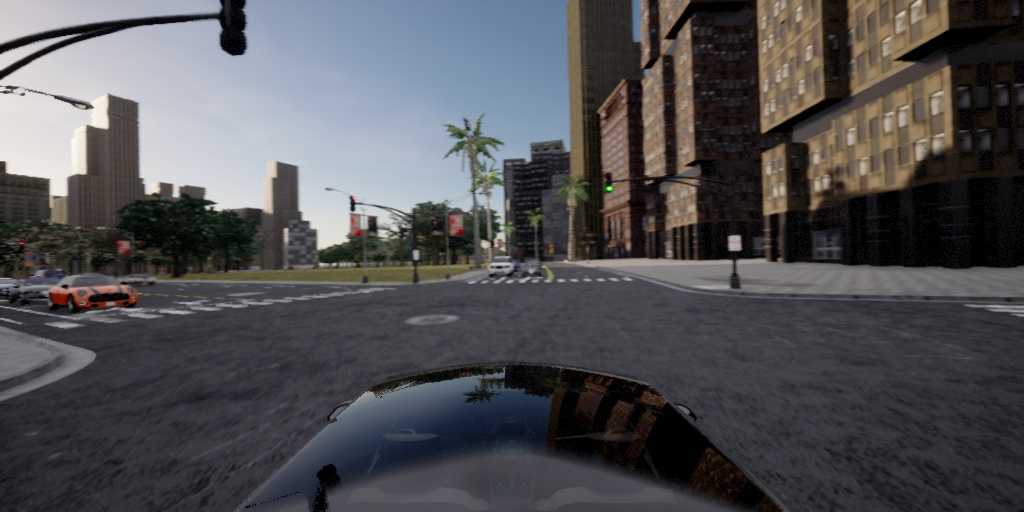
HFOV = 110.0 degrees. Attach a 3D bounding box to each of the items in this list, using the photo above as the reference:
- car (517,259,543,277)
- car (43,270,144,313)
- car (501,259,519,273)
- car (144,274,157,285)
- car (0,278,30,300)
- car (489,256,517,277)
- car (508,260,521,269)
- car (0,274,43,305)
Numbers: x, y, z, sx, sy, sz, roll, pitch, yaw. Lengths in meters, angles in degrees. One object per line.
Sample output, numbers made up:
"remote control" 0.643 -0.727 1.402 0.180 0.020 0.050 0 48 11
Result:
"car" 2.062 1.247 35.735 2.128 1.511 4.902 -2 0 6
"car" -20.847 1.731 17.846 4.553 1.767 2.097 -2 0 27
"car" -0.185 1.282 47.181 1.882 1.535 5.008 -2 0 4
"car" -41.513 2.656 39.608 4.718 1.301 1.895 -2 0 26
"car" -37.690 2.395 26.468 4.674 1.442 1.812 -2 0 28
"car" -1.028 1.061 37.491 2.150 2.045 5.566 -2 0 5
"car" 0.472 1.372 57.091 1.895 1.301 4.718 -2 0 3
"car" -29.048 2.109 22.046 4.902 1.511 2.128 -2 0 27
